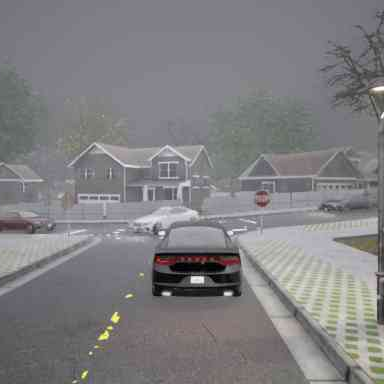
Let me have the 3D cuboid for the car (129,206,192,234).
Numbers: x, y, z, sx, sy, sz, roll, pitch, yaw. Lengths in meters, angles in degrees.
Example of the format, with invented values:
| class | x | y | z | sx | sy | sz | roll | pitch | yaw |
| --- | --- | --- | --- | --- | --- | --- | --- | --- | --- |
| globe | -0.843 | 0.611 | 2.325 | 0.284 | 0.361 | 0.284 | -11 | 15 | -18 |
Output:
| class | x | y | z | sx | sy | sz | roll | pitch | yaw |
| --- | --- | --- | --- | --- | --- | --- | --- | --- | --- |
| car | -1.506 | 1.580 | 19.491 | 1.812 | 1.442 | 4.674 | -3 | 0 | 41 |

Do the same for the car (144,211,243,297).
| class | x | y | z | sx | sy | sz | roll | pitch | yaw |
| --- | --- | --- | --- | --- | --- | --- | --- | --- | --- |
| car | 0.109 | 1.474 | 8.629 | 1.882 | 1.535 | 5.008 | 0 | 0 | 0 |

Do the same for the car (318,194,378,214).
| class | x | y | z | sx | sy | sz | roll | pitch | yaw |
| --- | --- | --- | --- | --- | --- | --- | --- | --- | --- |
| car | 12.870 | 0.881 | 27.112 | 5.357 | 1.411 | 2.033 | -3 | 2 | -25 |

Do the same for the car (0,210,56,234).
| class | x | y | z | sx | sy | sz | roll | pitch | yaw |
| --- | --- | --- | --- | --- | --- | --- | --- | --- | --- |
| car | -11.224 | 1.937 | 21.990 | 4.674 | 1.442 | 1.812 | -2 | 0 | 21 |
